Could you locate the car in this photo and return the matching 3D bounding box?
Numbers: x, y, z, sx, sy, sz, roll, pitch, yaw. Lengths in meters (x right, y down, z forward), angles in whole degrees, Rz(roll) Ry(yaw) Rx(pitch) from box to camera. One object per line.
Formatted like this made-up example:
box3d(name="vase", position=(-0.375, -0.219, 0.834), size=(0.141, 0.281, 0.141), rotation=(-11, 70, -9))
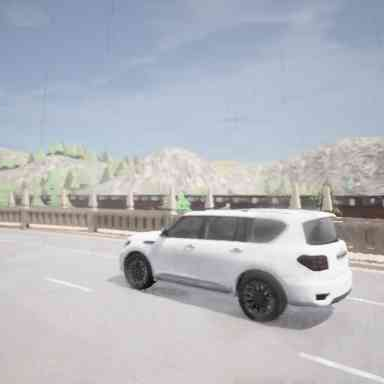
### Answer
box3d(name="car", position=(0.687, 1.407, 7.855), size=(5.566, 2.045, 2.150), rotation=(0, -2, 39))
